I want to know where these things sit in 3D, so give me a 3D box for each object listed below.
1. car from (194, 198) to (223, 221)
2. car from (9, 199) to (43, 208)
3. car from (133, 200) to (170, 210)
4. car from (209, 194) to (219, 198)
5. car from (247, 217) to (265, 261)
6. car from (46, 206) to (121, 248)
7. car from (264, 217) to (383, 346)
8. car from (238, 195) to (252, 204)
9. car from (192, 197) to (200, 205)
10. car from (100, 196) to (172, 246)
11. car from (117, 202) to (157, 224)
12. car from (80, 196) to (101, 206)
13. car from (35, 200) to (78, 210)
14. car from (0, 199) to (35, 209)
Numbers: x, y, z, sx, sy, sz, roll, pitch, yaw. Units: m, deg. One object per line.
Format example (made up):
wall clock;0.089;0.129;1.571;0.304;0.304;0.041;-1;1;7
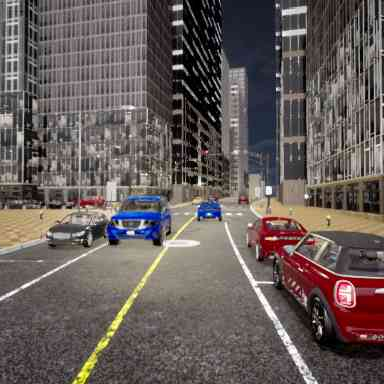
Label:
car;1.486;1.495;27.121;1.882;1.535;5.008;0;0;5
car;-26.020;1.835;52.171;4.403;1.369;2.008;0;-1;13
car;-5.348;1.702;44.007;4.718;1.301;1.895;-1;-1;30
car;5.176;1.493;78.752;2.192;1.841;5.009;1;0;14
car;3.010;1.547;11.953;1.887;1.381;4.507;1;0;3
car;-4.877;1.562;14.863;2.008;1.369;4.403;1;0;3
car;2.816;1.441;6.313;1.967;1.590;4.097;1;0;2
car;10.095;1.412;65.066;2.192;1.841;5.009;1;0;13
car;1.177;1.642;62.514;1.752;1.417;4.829;1;0;12
car;-2.225;1.230;15.596;2.150;2.045;5.566;0;0;3
car;-4.122;1.574;25.653;2.008;1.369;4.403;1;0;5
car;-15.134;1.536;49.590;5.009;1.841;2.192;0;-1;13
car;-16.948;1.638;41.919;4.313;1.339;1.947;0;-1;13
car;-22.388;1.655;43.210;4.403;1.369;2.008;0;-1;13
